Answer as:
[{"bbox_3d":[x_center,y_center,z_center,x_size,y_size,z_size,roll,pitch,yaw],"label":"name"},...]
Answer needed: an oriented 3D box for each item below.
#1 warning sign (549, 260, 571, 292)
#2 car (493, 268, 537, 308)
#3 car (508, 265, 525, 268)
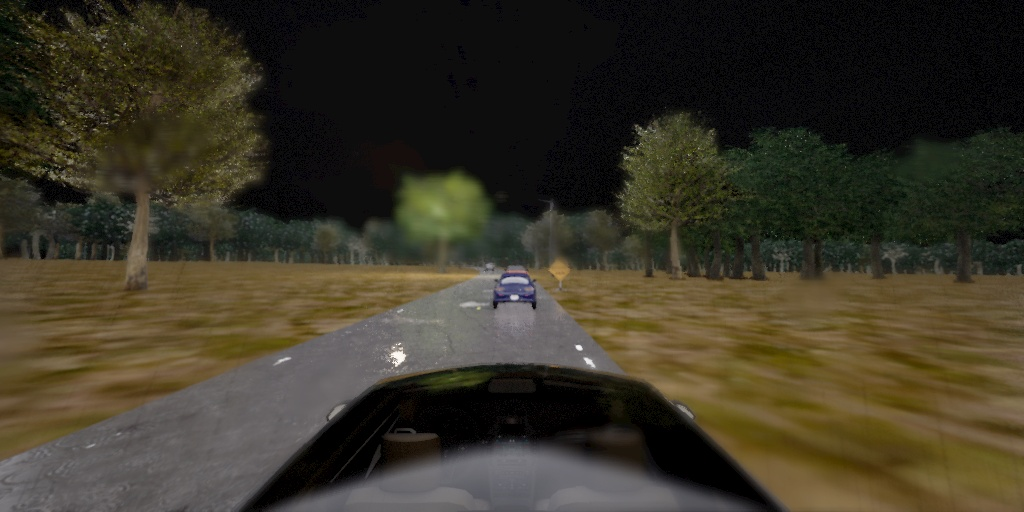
[{"bbox_3d":[2.866,1.140,21.186,1.300,1.860,1.060,0,0,1],"label":"warning sign"},{"bbox_3d":[0.140,1.467,16.210,1.812,1.442,4.674,0,-1,1],"label":"car"},{"bbox_3d":[0.362,1.543,30.919,2.097,1.767,4.553,0,-1,1],"label":"car"}]
